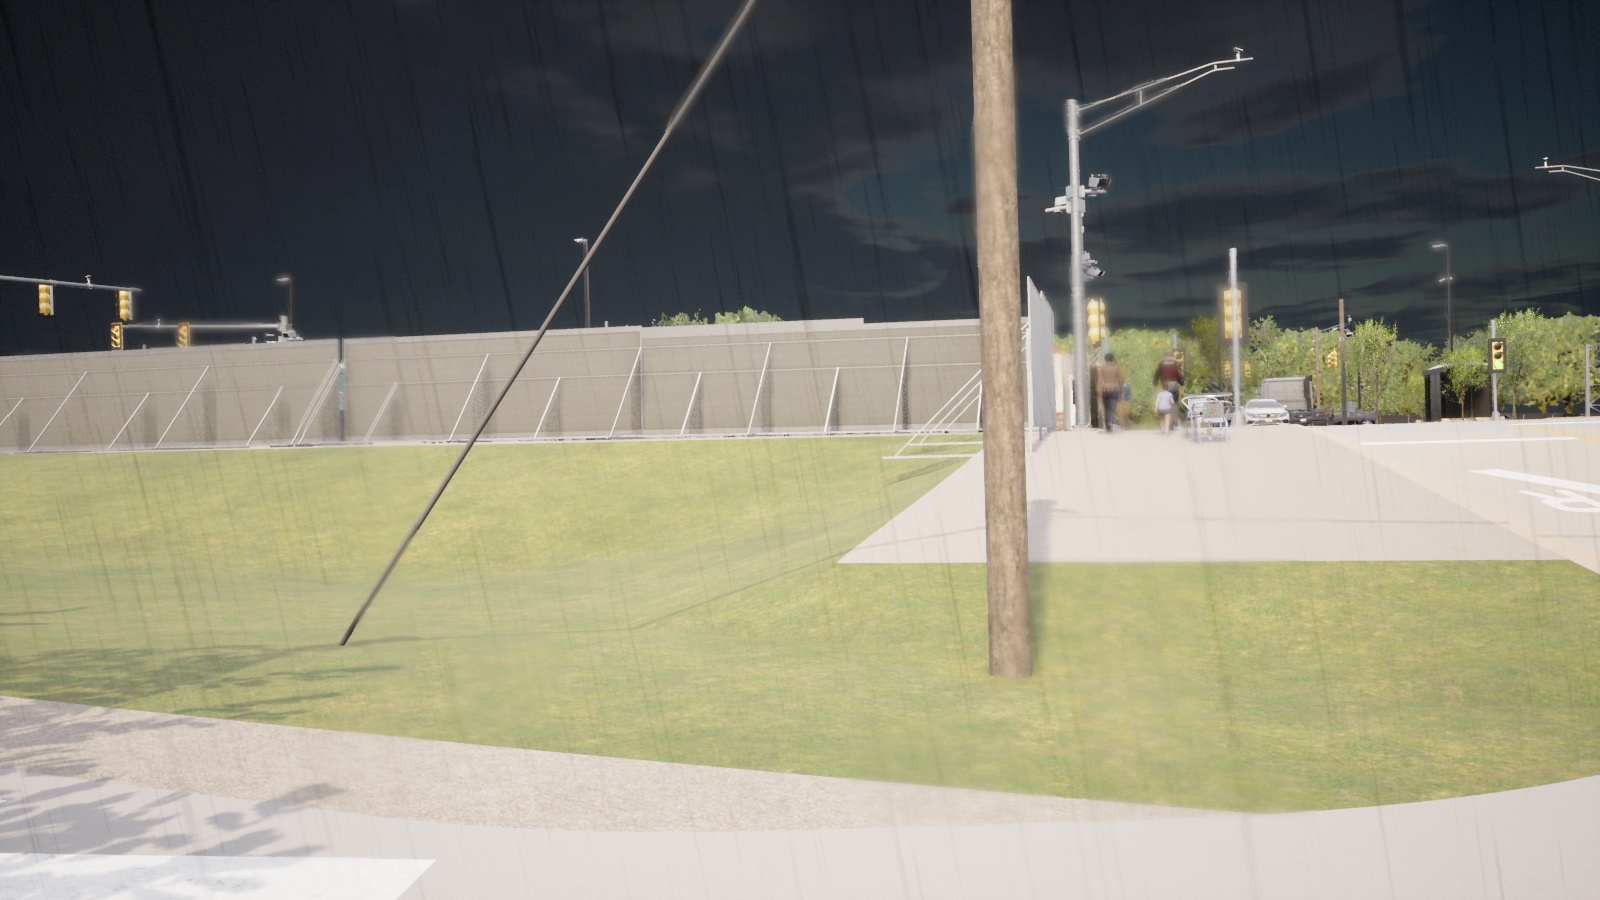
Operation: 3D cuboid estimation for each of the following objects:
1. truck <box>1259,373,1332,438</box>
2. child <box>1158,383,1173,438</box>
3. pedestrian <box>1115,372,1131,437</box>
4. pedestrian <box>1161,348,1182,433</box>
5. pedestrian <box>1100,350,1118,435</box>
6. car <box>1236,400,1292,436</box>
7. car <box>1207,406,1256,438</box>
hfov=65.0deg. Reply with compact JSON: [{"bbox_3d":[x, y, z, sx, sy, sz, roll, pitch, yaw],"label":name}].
[{"bbox_3d":[28.994,-2.507,73.826,2.891,3.462,7.936,-1,0,14],"label":"truck"},{"bbox_3d":[7.495,-0.809,25.761,0.255,1.110,0.394,-1,0,20],"label":"child"},{"bbox_3d":[9.770,-1.358,37.973,0.423,1.949,0.788,-1,0,17],"label":"pedestrian"},{"bbox_3d":[8.226,-1.302,27.801,0.376,1.854,0.720,-1,0,19],"label":"pedestrian"},{"bbox_3d":[6.725,-1.234,27.361,0.328,1.805,0.869,-1,0,15],"label":"pedestrian"},{"bbox_3d":[20.674,-1.396,56.104,1.812,1.442,4.674,-1,0,14],"label":"car"},{"bbox_3d":[24.704,-1.590,72.029,2.242,1.667,4.611,-1,0,14],"label":"car"}]
